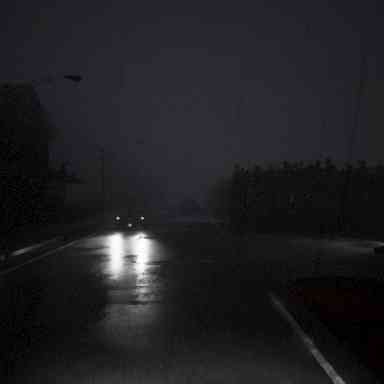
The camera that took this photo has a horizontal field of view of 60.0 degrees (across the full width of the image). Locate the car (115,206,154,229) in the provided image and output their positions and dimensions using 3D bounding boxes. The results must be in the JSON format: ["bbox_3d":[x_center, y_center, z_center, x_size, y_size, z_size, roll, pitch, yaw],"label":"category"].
[{"bbox_3d":[-3.636,1.628,21.711,1.895,1.301,4.718,0,0,0],"label":"car"}]

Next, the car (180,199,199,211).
[{"bbox_3d":[-0.384,1.596,41.178,2.033,1.411,5.357,0,0,-8],"label":"car"}]
